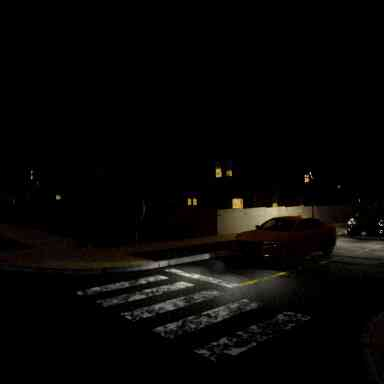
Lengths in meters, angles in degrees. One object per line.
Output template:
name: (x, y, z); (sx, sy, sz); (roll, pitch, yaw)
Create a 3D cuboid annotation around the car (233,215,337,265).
car: (3.666, 1.666, 12.682); (5.008, 1.535, 1.882); (1, -2, -42)

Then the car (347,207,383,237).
car: (10.719, 1.637, 19.102); (4.553, 1.767, 2.097); (1, -2, -42)
